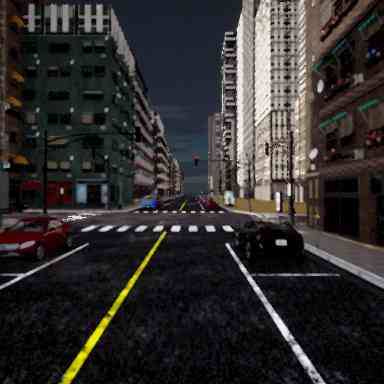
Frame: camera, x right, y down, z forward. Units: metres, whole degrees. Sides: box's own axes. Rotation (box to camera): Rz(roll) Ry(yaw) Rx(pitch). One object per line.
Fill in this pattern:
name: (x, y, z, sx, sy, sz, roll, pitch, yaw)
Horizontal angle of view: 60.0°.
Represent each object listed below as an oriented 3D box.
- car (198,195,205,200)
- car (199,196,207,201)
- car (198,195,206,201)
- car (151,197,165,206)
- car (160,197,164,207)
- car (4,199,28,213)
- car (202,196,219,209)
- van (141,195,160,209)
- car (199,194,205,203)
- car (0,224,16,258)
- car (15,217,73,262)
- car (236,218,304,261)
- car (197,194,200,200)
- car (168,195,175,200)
car: (2.686, 1.648, 94.269, 1.802, 1.307, 4.206, 0, 0, 0)
car: (2.687, 1.603, 83.214, 2.008, 1.369, 4.403, 0, 0, 0)
car: (2.687, 1.604, 88.741, 1.887, 1.381, 4.507, 0, 0, 0)
car: (-5.690, 1.569, 55.576, 1.887, 1.381, 4.507, 0, 0, 0)
car: (-5.688, 1.335, 50.048, 2.192, 1.841, 5.009, 0, 0, 0)
car: (-18.788, 1.358, 33.360, 4.313, 1.339, 1.947, 1, -1, 0)
car: (2.692, 1.598, 44.520, 1.802, 1.307, 4.206, 0, 0, 0)
van: (-5.687, 1.358, 44.520, 1.690, 1.788, 3.998, 0, 0, 0)
car: (2.692, 1.464, 55.576, 1.967, 1.590, 4.097, 0, 0, 0)
car: (-5.684, 1.567, 6.602, 1.947, 1.339, 4.313, 0, 0, 0)
car: (-5.685, 1.584, 12.126, 1.802, 1.307, 4.206, 0, 0, 0)
car: (2.696, 1.567, 12.115, 1.947, 1.339, 4.313, 0, 0, 0)
car: (2.689, 1.479, 72.158, 1.967, 1.590, 4.097, 0, 0, 0)
car: (-5.694, 1.506, 94.268, 1.967, 1.590, 4.097, 0, 0, 0)
